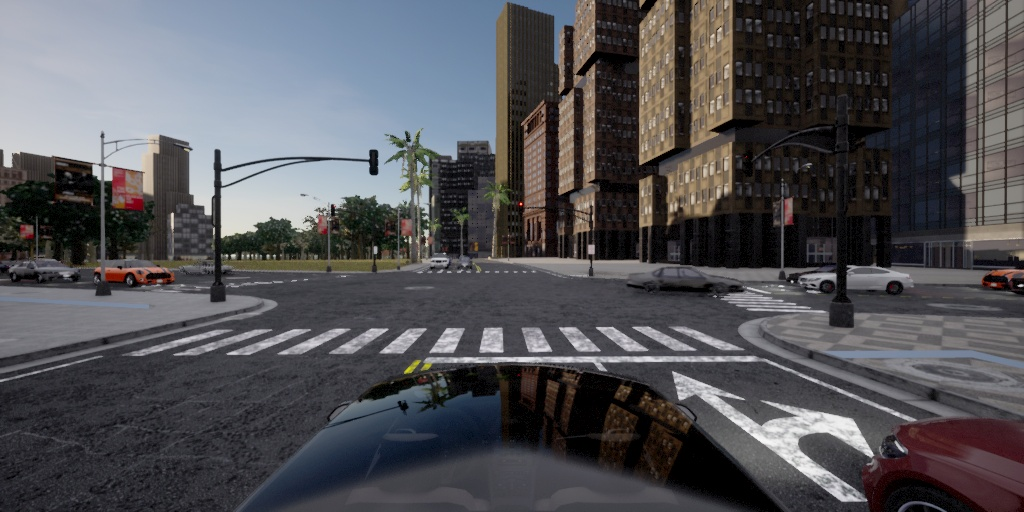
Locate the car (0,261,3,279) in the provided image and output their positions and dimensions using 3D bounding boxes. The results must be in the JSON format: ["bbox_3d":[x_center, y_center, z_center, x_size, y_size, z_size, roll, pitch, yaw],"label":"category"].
[{"bbox_3d":[-42.890,1.130,28.181,4.674,1.442,1.812,0,0,15],"label":"car"}]

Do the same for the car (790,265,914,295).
[{"bbox_3d":[18.170,1.217,19.137,4.674,1.442,1.812,0,0,15],"label":"car"}]

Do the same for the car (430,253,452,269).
[{"bbox_3d":[-9.385,0.621,46.777,2.150,2.045,5.566,0,1,-8],"label":"car"}]

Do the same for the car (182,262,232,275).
[{"bbox_3d":[-29.999,1.189,35.062,4.718,1.301,1.895,0,0,15],"label":"car"}]

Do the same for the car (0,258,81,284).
[{"bbox_3d":[-33.477,1.119,25.702,4.902,1.511,2.128,0,0,15],"label":"car"}]

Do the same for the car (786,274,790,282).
[{"bbox_3d":[20.224,1.226,21.991,5.357,1.411,2.033,0,0,12],"label":"car"}]

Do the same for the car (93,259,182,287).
[{"bbox_3d":[-24.560,1.001,23.352,4.553,1.767,2.097,0,0,15],"label":"car"}]

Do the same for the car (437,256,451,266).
[{"bbox_3d":[-10.639,0.754,56.424,1.882,1.535,5.008,0,1,-8],"label":"car"}]

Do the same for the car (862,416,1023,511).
[{"bbox_3d":[3.265,1.276,0.413,1.812,1.442,4.674,0,0,0],"label":"car"}]

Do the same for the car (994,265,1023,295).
[{"bbox_3d":[26.630,1.262,16.914,4.181,1.385,1.994,0,0,14],"label":"car"}]

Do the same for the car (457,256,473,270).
[{"bbox_3d":[-5.998,0.908,45.723,2.128,1.511,4.902,0,1,-7],"label":"car"}]

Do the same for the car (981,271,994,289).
[{"bbox_3d":[29.247,1.038,19.582,4.553,1.767,2.097,0,0,15],"label":"car"}]

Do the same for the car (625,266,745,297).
[{"bbox_3d":[8.623,1.245,18.311,5.357,1.411,2.033,0,0,23],"label":"car"}]
